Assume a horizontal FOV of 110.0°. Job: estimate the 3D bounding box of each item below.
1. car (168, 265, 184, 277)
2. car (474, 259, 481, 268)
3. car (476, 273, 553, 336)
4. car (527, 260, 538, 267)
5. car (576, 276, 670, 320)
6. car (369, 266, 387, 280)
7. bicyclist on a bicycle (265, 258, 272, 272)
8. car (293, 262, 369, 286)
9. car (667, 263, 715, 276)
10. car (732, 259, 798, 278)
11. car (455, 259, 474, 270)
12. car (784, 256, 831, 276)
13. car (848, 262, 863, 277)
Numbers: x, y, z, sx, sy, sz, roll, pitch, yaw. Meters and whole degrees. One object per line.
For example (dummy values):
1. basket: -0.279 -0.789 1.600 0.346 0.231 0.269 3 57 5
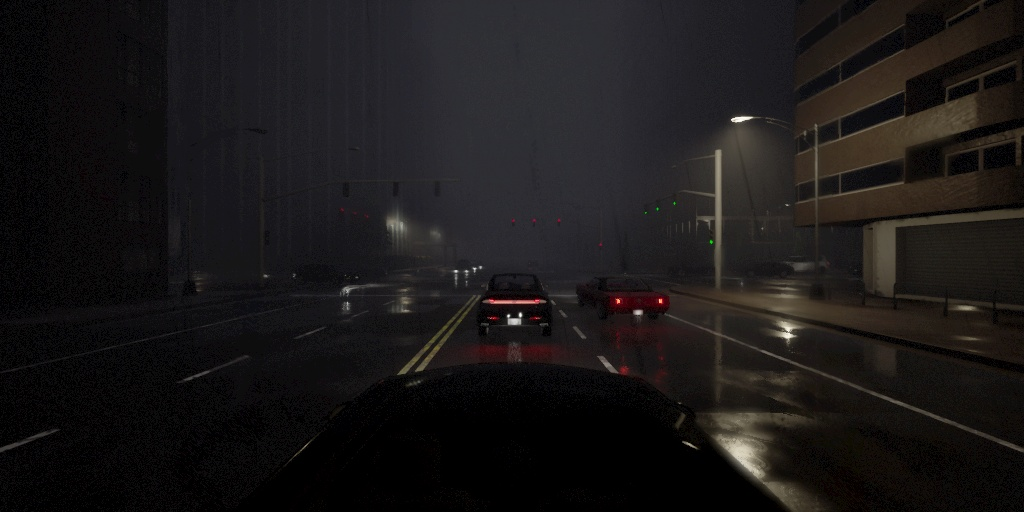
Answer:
1. car: -34.251 1.297 33.842 5.357 1.411 2.033 0 0 1
2. car: -7.014 1.276 62.297 1.812 1.442 4.674 0 0 0
3. car: 0.075 1.242 10.368 2.128 1.511 4.902 0 0 0
4. car: 3.658 1.351 64.634 1.895 1.301 4.718 0 0 0
5. car: 3.591 1.351 12.659 1.895 1.301 4.718 0 0 -2
6. car: -13.347 1.243 30.754 4.902 1.511 2.128 0 0 -9
7. bicyclist on a bicycle: -28.736 1.051 42.057 0.582 1.620 1.656 0 0 1
8. car: -12.974 1.257 25.227 4.892 1.490 1.837 -1 -1 15
9. car: 18.549 1.351 36.776 4.718 1.301 1.895 0 0 1
10. car: 23.103 1.255 33.204 4.892 1.490 1.837 0 0 1
11. car: -7.043 1.255 52.213 1.837 1.490 4.892 0 0 0
12. car: 29.177 0.971 36.637 5.566 2.045 2.150 0 0 1
13. car: 34.491 0.972 33.077 5.566 2.045 2.150 0 0 1
